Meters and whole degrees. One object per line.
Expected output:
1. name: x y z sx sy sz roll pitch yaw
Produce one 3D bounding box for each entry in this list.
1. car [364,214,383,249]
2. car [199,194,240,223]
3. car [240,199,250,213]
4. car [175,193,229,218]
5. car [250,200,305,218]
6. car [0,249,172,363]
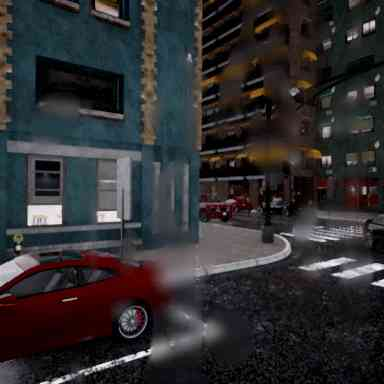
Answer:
1. car: 7.707 1.497 11.599 2.128 1.511 4.902 0 0 6
2. car: 0.589 1.034 23.040 2.192 1.841 5.009 2 0 -36
3. car: 4.119 1.290 32.437 1.802 1.307 4.206 2 0 -36
4. car: 0.718 1.044 27.250 2.097 1.767 4.553 1 0 -36
5. car: 7.389 1.354 27.927 1.947 1.339 4.313 2 0 -36
6. car: -2.280 1.582 4.925 4.206 1.307 1.802 0 0 -36
